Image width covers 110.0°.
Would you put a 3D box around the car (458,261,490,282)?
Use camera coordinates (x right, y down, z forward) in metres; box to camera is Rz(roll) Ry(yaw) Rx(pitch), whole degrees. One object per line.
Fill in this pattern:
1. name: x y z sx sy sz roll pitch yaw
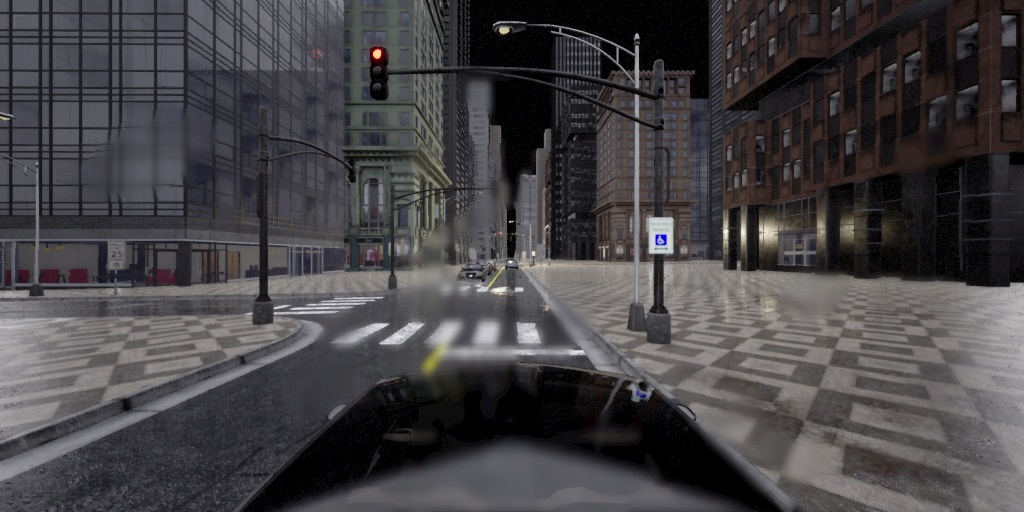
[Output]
1. car: -3.111 1.314 28.981 1.994 1.385 4.181 0 0 0

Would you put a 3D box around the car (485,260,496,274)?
1. car: -3.105 1.244 37.952 2.128 1.511 4.902 0 0 0

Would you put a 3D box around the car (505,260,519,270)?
1. car: -0.015 1.325 53.394 1.994 1.385 4.181 0 0 0
